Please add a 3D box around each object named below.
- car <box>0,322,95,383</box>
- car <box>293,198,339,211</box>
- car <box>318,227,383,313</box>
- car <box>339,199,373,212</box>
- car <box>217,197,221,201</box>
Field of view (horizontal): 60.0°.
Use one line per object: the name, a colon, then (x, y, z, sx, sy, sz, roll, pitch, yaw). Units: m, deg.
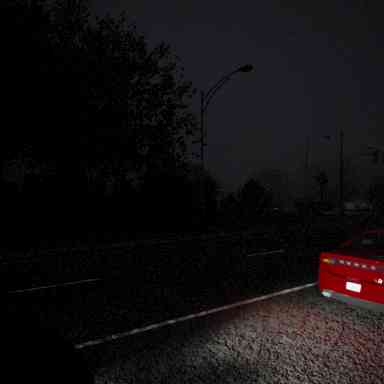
car: (-2.959, 1.491, 1.643, 4.902, 1.511, 2.128, 0, 0, -35)
car: (14.488, 1.486, 39.845, 1.882, 1.535, 5.008, 0, 0, -33)
car: (4.793, 1.480, 7.143, 5.008, 1.535, 1.882, 0, 0, -35)
car: (18.991, 1.535, 39.619, 1.812, 1.442, 4.674, 0, 0, -32)
car: (3.939, 1.463, 56.656, 1.812, 1.442, 4.674, 0, 1, -32)
